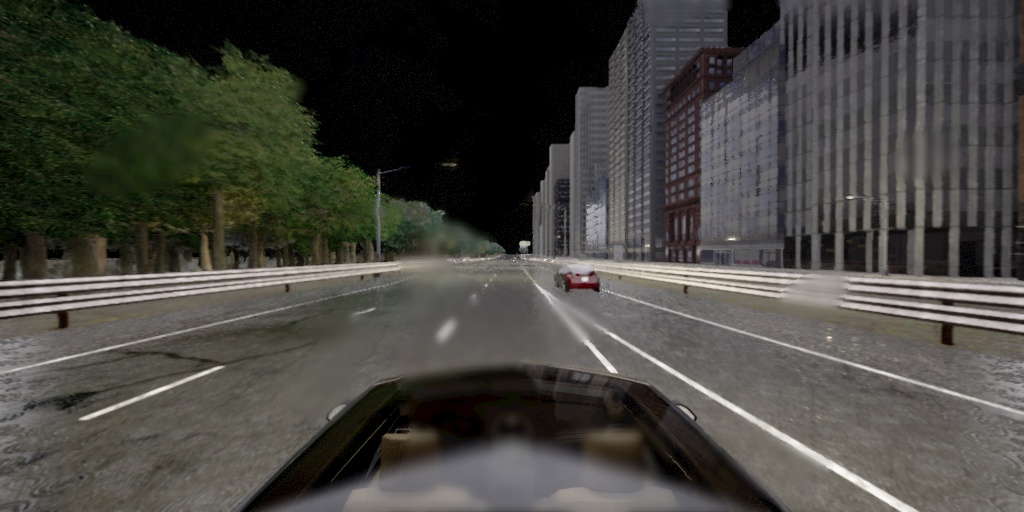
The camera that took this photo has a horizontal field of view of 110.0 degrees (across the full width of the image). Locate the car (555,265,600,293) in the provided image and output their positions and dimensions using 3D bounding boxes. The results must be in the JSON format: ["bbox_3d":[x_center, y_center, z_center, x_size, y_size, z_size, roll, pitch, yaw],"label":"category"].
[{"bbox_3d":[3.741,1.258,21.035,2.163,1.488,4.792,0,0,-2],"label":"car"}]
